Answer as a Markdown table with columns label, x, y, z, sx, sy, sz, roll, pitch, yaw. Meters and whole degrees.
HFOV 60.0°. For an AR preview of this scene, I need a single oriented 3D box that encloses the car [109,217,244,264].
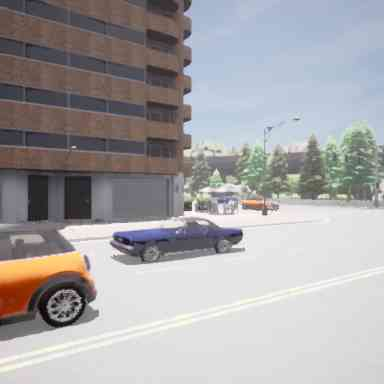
| label | x | y | z | sx | sy | sz | roll | pitch | yaw |
| --- | --- | --- | --- | --- | --- | --- | --- | --- | --- |
| car | -0.479 | 1.597 | 12.021 | 4.718 | 1.301 | 1.895 | 0 | 0 | -33 |

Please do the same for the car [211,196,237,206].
| label | x | y | z | sx | sy | sz | roll | pitch | yaw |
| --- | --- | --- | --- | --- | --- | --- | --- | --- | --- |
| car | 5.254 | 1.400 | 54.798 | 1.882 | 1.535 | 5.008 | 0 | 0 | -40 |

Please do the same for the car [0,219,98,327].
| label | x | y | z | sx | sy | sz | roll | pitch | yaw |
| --- | --- | --- | --- | --- | --- | --- | --- | --- | --- |
| car | -4.020 | 1.352 | 5.461 | 4.553 | 1.767 | 2.097 | 0 | 0 | -34 |

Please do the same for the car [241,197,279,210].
| label | x | y | z | sx | sy | sz | roll | pitch | yaw |
| --- | --- | --- | --- | --- | --- | --- | --- | --- | --- |
| car | 8.805 | 1.403 | 43.639 | 1.882 | 1.535 | 5.008 | 0 | 0 | -35 |

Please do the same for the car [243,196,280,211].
| label | x | y | z | sx | sy | sz | roll | pitch | yaw |
| --- | --- | --- | --- | --- | --- | --- | --- | --- | --- |
| car | 8.000 | 1.280 | 38.601 | 2.097 | 1.767 | 4.553 | 0 | 0 | -34 |
